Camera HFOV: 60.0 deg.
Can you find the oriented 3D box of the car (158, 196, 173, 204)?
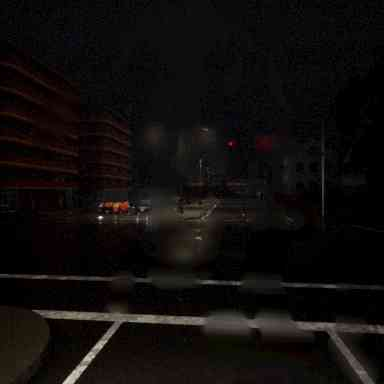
[{"bbox_3d":[-5.062,1.564,63.874,1.994,1.385,4.181,0,0,6],"label":"car"}]

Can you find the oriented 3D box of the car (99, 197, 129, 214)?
[{"bbox_3d":[-8.105,1.352,34.951,2.097,1.767,4.553,0,0,6],"label":"car"}]

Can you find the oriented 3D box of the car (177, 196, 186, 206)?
[{"bbox_3d":[-2.684,1.491,53.135,2.128,1.511,4.902,0,0,6],"label":"car"}]

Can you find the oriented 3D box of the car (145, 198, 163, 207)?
[{"bbox_3d":[-6.124,1.601,53.900,1.895,1.301,4.718,0,0,6],"label":"car"}]

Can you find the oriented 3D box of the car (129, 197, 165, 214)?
[{"bbox_3d":[-4.590,1.491,34.880,2.128,1.511,4.902,0,0,6],"label":"car"}]

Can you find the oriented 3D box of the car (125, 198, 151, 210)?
[{"bbox_3d":[-7.120,1.545,44.369,2.033,1.411,5.357,0,0,6],"label":"car"}]

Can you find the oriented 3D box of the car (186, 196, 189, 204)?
[{"bbox_3d":[-1.631,1.505,63.037,1.837,1.490,4.892,0,0,7],"label":"car"}]

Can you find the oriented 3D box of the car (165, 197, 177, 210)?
[{"bbox_3d":[-3.634,1.601,44.090,1.895,1.301,4.718,0,0,6],"label":"car"}]
